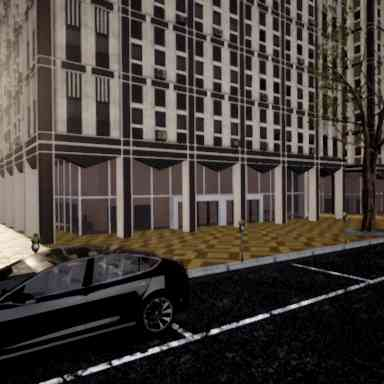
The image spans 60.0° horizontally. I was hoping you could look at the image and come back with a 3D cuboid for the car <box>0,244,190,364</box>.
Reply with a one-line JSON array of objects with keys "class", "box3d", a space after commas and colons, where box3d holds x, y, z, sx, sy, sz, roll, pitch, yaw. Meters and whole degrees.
[{"class": "car", "box3d": [-2.034, 1.565, 5.116, 4.313, 1.339, 1.947, 0, -1, -35]}]
